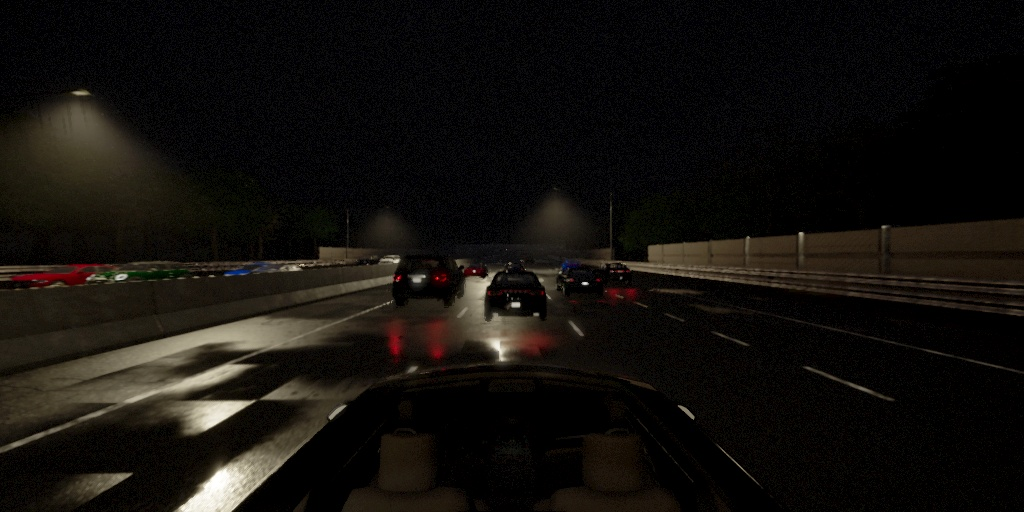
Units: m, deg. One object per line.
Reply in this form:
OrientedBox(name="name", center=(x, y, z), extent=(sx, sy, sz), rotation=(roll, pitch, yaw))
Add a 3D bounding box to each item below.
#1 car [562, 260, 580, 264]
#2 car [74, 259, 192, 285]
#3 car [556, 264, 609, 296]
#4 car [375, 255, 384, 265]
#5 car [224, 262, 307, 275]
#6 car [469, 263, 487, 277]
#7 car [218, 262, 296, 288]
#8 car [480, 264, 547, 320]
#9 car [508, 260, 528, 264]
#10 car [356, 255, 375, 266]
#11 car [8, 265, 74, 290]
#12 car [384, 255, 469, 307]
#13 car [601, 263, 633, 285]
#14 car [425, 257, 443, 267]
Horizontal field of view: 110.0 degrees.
OrientedBox(name="car", center=(7.293, 1.203, 44.187), extent=(1.882, 1.535, 5.008), rotation=(0, 0, 0))
OrientedBox(name="car", center=(-21.055, 1.091, 20.484), extent=(2.097, 1.767, 4.553), rotation=(0, 0, 0))
OrientedBox(name="car", center=(3.535, 1.304, 19.295), extent=(1.994, 1.385, 4.181), rotation=(0, 0, 0))
OrientedBox(name="car", center=(-20.662, 0.927, 60.819), extent=(2.150, 2.045, 5.566), rotation=(0, 0, 1))
OrientedBox(name="car", center=(-14.054, 1.230, 21.277), extent=(2.128, 1.511, 4.902), rotation=(0, 0, 0))
OrientedBox(name="car", center=(-3.290, 1.298, 33.358), extent=(1.994, 1.385, 4.181), rotation=(0, 0, 0))
OrientedBox(name="car", center=(-17.535, 1.215, 25.024), extent=(1.882, 1.535, 5.008), rotation=(0, 0, 0))
OrientedBox(name="car", center=(0.115, 1.220, 12.564), extent=(1.882, 1.535, 5.008), rotation=(0, 0, 0))
OrientedBox(name="car", center=(0.211, 1.298, 33.566), extent=(1.994, 1.385, 4.181), rotation=(0, 0, 0))
OrientedBox(name="car", center=(-24.159, 0.928, 60.439), extent=(2.150, 2.045, 5.566), rotation=(0, 0, 1))
OrientedBox(name="car", center=(-24.557, 1.216, 20.306), extent=(1.882, 1.535, 5.008), rotation=(0, 0, 0))
OrientedBox(name="car", center=(-3.378, 0.962, 15.475), extent=(2.150, 2.045, 5.566), rotation=(0, 0, 0))
OrientedBox(name="car", center=(7.164, 1.229, 25.898), extent=(2.128, 1.511, 4.902), rotation=(0, 0, 0))
OrientedBox(name="car", center=(-13.638, 1.055, 63.038), extent=(2.097, 1.767, 4.553), rotation=(0, 0, 1))
